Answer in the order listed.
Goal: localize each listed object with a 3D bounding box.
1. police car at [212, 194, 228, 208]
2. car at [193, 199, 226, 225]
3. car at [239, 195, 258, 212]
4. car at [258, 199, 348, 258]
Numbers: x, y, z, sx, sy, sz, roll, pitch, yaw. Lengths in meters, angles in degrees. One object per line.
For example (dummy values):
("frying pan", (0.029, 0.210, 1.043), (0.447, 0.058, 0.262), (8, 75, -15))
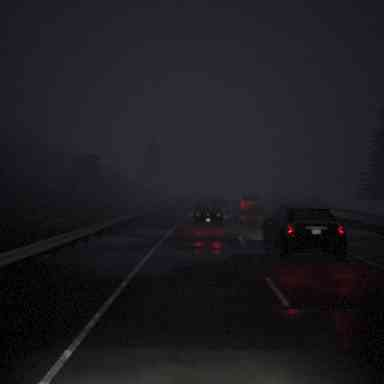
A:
("police car", (3.497, 1.088, 41.907), (1.930, 1.638, 5.238), (0, 0, 9))
("car", (1.169, 1.418, 22.585), (1.895, 1.301, 4.718), (0, 0, 5))
("car", (5.989, 1.076, 34.598), (2.097, 1.767, 4.553), (0, 0, 7))
("car", (3.999, 1.253, 12.546), (2.097, 1.767, 4.553), (0, 0, 3))
